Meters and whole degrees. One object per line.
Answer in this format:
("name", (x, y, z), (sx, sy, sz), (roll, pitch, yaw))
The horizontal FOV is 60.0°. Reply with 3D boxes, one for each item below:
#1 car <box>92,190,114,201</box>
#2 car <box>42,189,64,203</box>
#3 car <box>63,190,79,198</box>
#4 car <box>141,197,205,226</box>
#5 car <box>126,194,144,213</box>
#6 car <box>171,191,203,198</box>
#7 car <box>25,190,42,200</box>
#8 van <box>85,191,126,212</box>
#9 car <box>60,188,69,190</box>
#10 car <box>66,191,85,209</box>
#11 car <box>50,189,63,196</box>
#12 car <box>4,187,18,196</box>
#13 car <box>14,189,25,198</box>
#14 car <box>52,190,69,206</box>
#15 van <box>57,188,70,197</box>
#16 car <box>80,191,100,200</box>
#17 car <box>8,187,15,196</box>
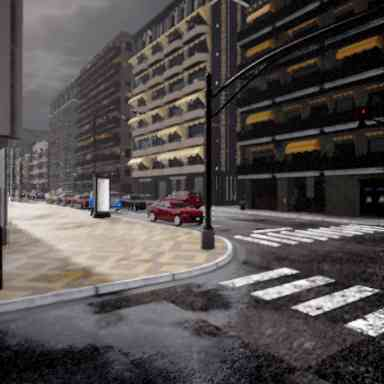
("car", (-14.130, 0.594, 52.457), (1.967, 1.590, 4.097), (1, 0, -36))
("car", (-17.493, 0.739, 42.816), (1.752, 1.417, 4.829), (1, 0, -36))
("car", (-24.193, 0.413, 66.334), (1.752, 1.417, 4.829), (1, 0, -36))
("car", (-0.992, 1.196, 20.055), (1.887, 1.381, 4.507), (1, 0, -36))
("car", (-5.127, 0.973, 30.153), (1.882, 1.535, 5.008), (0, 1, -36))
("car", (-0.846, 0.821, 34.137), (2.192, 1.841, 5.009), (1, 0, -36))
("car", (-24.230, 0.475, 52.112), (1.967, 1.590, 4.097), (1, 0, -36))
("van", (-7.627, 0.816, 29.213), (1.690, 1.788, 3.998), (1, 0, -36))
("car", (-18.549, 0.631, 48.814), (2.128, 1.511, 4.902), (0, 1, -36))
("car", (-10.952, 0.931, 33.794), (1.887, 1.381, 4.507), (1, 0, -36))
("car", (-30.731, 0.155, 75.355), (1.967, 1.590, 4.097), (1, 0, -36))
("car", (-40.828, -0.088, 75.010), (2.192, 1.841, 5.009), (1, 0, -36))
("car", (-30.874, 0.404, 61.272), (1.887, 1.381, 4.507), (1, 0, -36))
("car", (-14.272, 0.843, 38.373), (1.887, 1.381, 4.507), (1, 0, -36))
("van", (-27.408, 0.144, 70.775), (1.690, 1.788, 3.998), (1, 0, -36))
("car", (-17.453, 0.632, 57.037), (1.947, 1.339, 4.313), (1, 0, -36))
("car", (-37.514, 0.235, 70.431), (2.008, 1.369, 4.403), (1, 0, -36))
